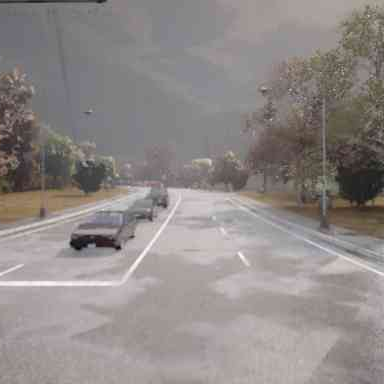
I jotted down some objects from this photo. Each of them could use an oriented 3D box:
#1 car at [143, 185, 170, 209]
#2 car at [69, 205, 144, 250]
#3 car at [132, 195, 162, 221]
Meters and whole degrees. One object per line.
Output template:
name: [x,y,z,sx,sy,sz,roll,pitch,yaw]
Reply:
car: [-3.570,0.612,35.258,2.150,2.045,5.566,0,3,1]
car: [-3.606,1.526,14.585,2.033,1.411,5.357,0,1,0]
car: [-3.599,1.283,24.757,1.837,1.490,4.892,0,2,0]
